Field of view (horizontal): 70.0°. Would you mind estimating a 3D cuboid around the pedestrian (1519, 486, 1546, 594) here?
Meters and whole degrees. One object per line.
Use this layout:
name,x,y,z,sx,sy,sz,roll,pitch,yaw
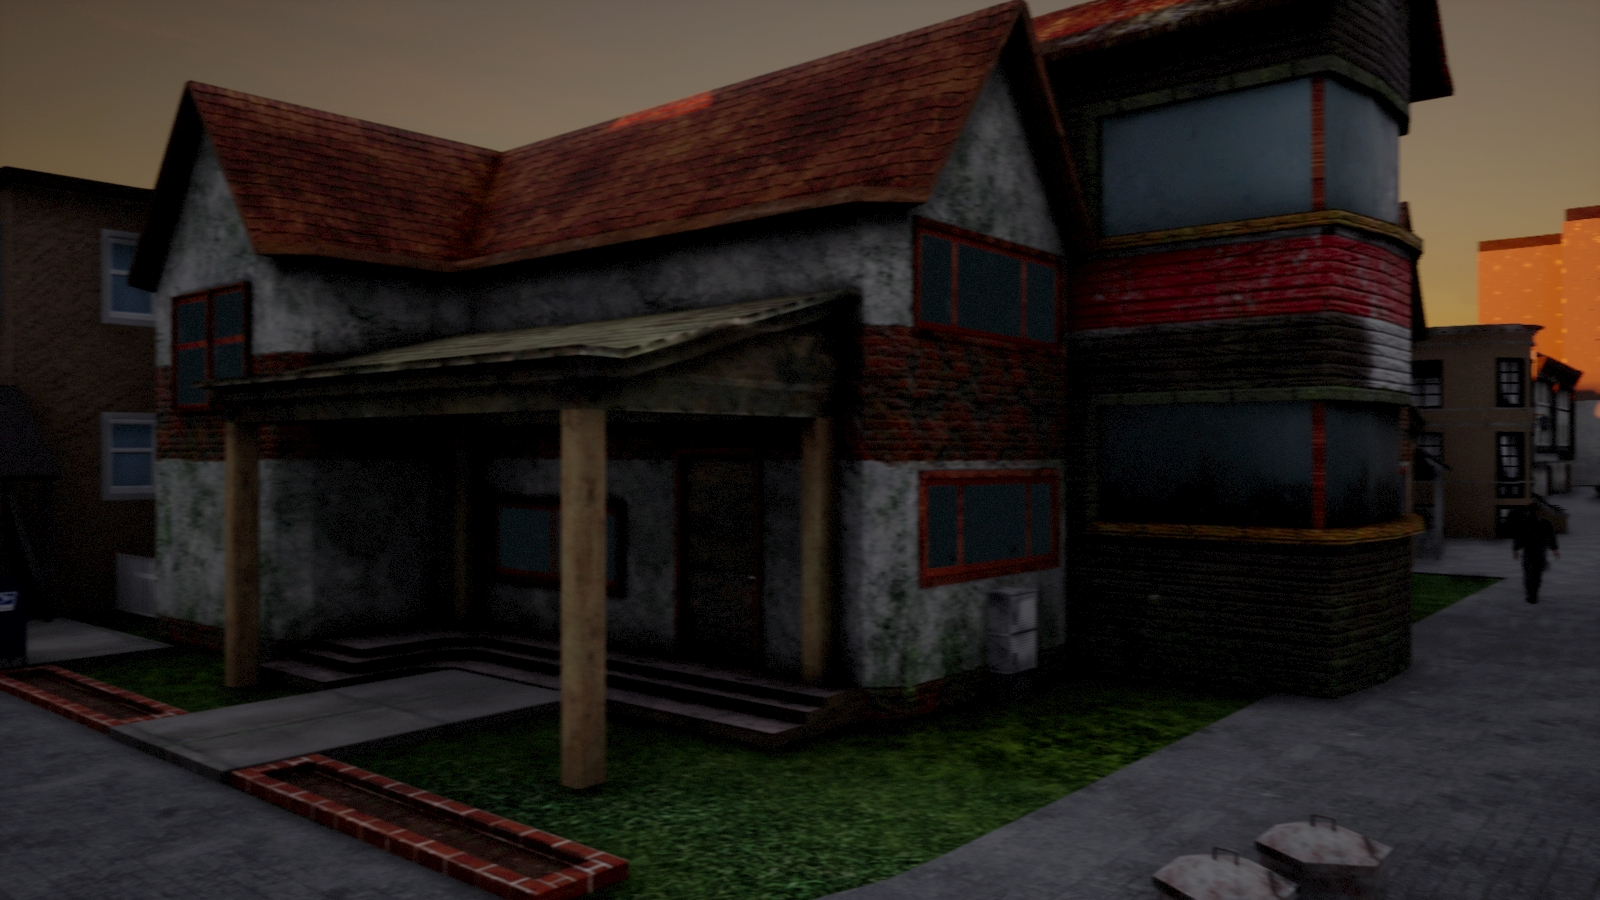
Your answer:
pedestrian,12.894,1.566,20.110,0.375,1.860,0.375,0,0,34
